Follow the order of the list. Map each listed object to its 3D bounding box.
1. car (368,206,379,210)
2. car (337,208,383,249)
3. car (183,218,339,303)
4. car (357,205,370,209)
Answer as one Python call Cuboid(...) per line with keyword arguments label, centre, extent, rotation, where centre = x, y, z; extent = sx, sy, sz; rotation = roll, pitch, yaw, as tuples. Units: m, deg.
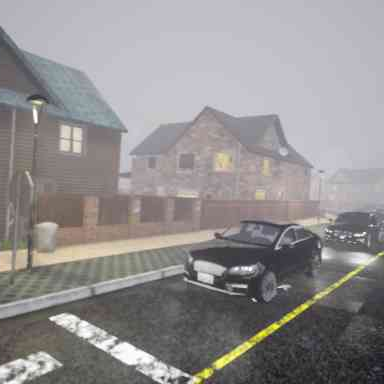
Cuboid(label="car", centre=(15.713, 2.162, 27.219), extent=(1.994, 1.385, 4.181), rotation=(4, 1, 29))
Cuboid(label="car", centre=(8.009, 1.754, 16.344), extent=(1.837, 1.490, 4.892), rotation=(4, 2, 38))
Cuboid(label="car", centre=(1.792, 1.479, 8.412), extent=(2.128, 1.511, 4.902), rotation=(4, 1, 38))
Cuboid(label="car", centre=(24.182, 2.542, 46.196), extent=(2.033, 1.411, 5.357), rotation=(4, 0, 4))
